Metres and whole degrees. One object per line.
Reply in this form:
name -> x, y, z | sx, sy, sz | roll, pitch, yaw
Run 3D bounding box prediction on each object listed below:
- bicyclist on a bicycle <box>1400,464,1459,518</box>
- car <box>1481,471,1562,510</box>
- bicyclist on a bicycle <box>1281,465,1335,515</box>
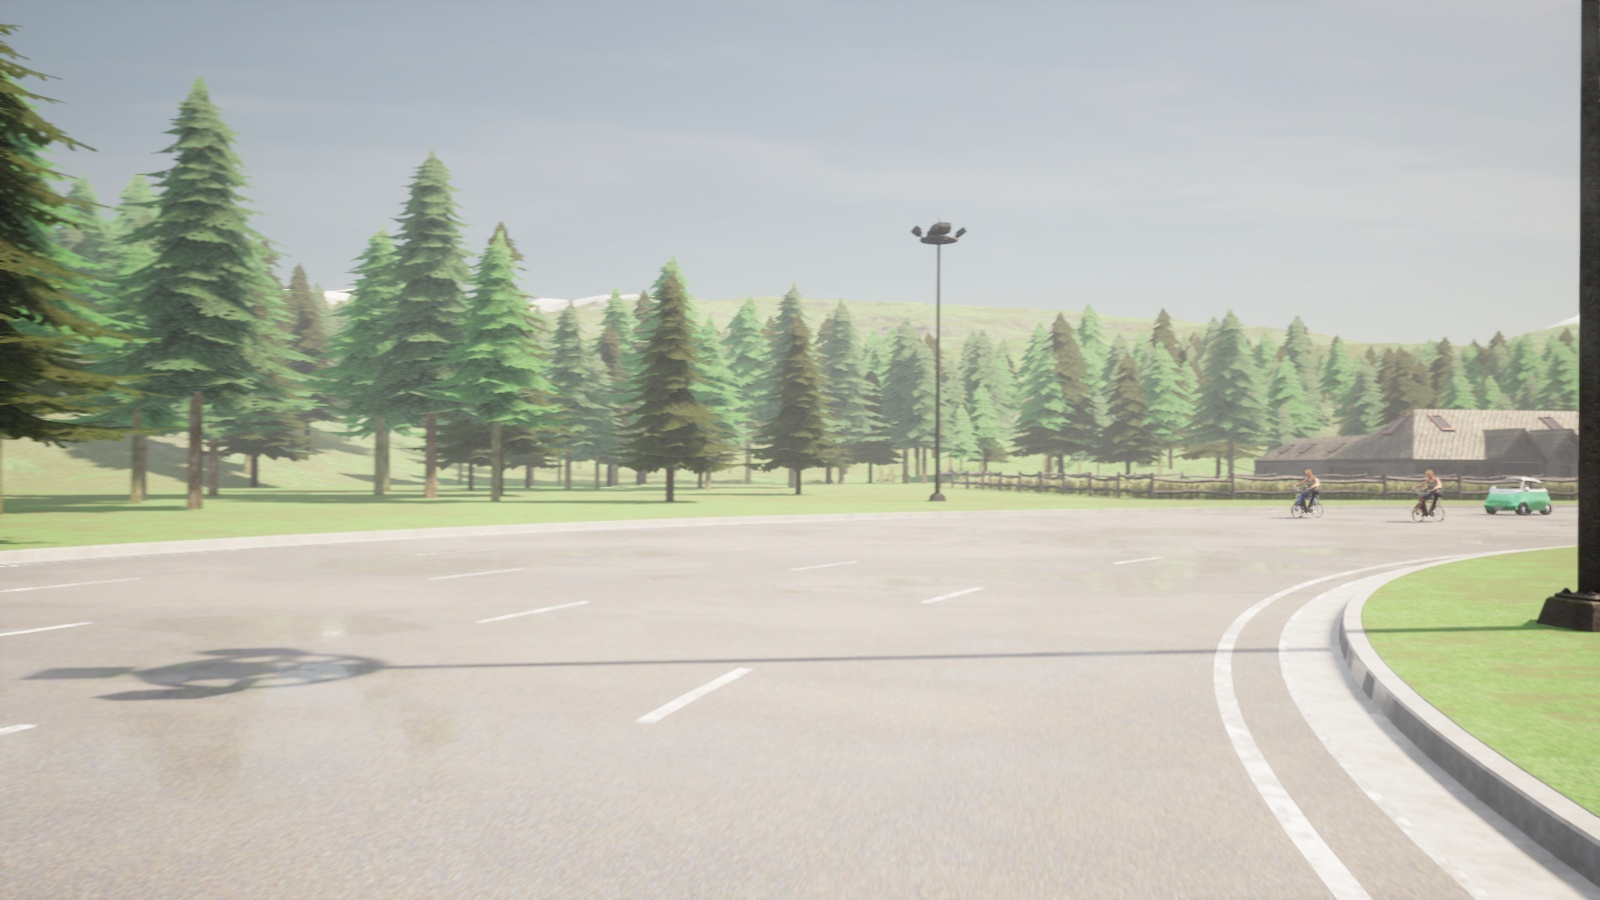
bicyclist on a bicycle -> 19.135, 1.240, 38.189 | 1.509, 1.612, 0.866 | 0, -1, -28
car -> 26.078, 1.445, 45.425 | 2.207, 1.376, 1.481 | 1, -1, -22
bicyclist on a bicycle -> 16.481, 1.281, 40.731 | 1.509, 1.612, 0.866 | 0, -1, -29
